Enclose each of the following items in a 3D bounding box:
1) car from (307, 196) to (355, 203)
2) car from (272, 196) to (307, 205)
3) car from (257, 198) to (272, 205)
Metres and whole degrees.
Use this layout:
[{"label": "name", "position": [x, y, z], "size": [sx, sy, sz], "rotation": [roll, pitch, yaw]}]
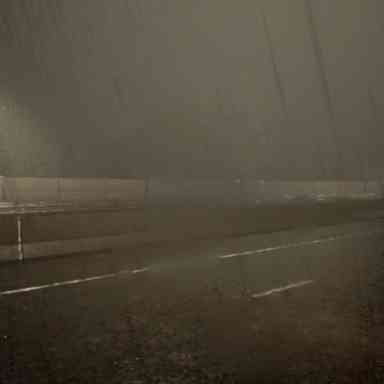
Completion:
[{"label": "car", "position": [13.199, 1.134, 30.584], "size": [5.008, 1.535, 1.882], "rotation": [-1, 0, -35]}, {"label": "car", "position": [10.607, 1.142, 33.035], "size": [5.008, 1.535, 1.882], "rotation": [-1, 0, -35]}, {"label": "car", "position": [9.337, 1.255, 36.426], "size": [4.718, 1.301, 1.895], "rotation": [-1, 0, -35]}]
